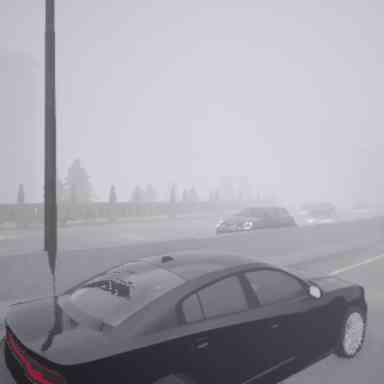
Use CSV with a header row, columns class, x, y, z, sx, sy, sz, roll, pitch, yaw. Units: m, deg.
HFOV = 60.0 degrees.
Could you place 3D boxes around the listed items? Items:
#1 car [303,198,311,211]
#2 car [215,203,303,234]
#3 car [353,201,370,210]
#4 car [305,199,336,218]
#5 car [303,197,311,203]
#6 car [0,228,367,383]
class,x,y,z,sx,sy,sz,roll,pitch,yaw
car,16.350,1.985,46.368,1.994,1.385,4.181,0,-1,24
car,3.193,1.465,16.238,4.553,1.767,2.097,1,-1,-45
car,25.848,2.041,50.923,1.994,1.385,4.181,0,-1,21
car,13.437,1.773,34.009,1.882,1.535,5.008,0,-1,33
car,29.559,2.050,85.537,1.812,1.442,4.674,0,-1,17
car,0.368,1.503,4.285,5.008,1.535,1.882,1,0,-38
